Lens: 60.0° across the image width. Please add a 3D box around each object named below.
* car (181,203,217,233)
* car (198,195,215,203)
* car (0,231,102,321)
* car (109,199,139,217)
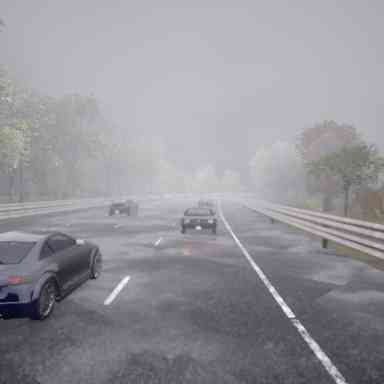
[{"bbox_3d":[0.430,1.528,19.232,1.895,1.301,4.718,0,0,2],"label":"car"},{"bbox_3d":[1.834,1.444,44.680,1.895,1.301,4.718,0,0,4],"label":"car"},{"bbox_3d":[-3.417,1.526,7.213,1.994,1.385,4.181,0,0,1],"label":"car"},{"bbox_3d":[-6.083,1.378,30.033,1.837,1.490,4.892,0,0,3],"label":"car"}]
